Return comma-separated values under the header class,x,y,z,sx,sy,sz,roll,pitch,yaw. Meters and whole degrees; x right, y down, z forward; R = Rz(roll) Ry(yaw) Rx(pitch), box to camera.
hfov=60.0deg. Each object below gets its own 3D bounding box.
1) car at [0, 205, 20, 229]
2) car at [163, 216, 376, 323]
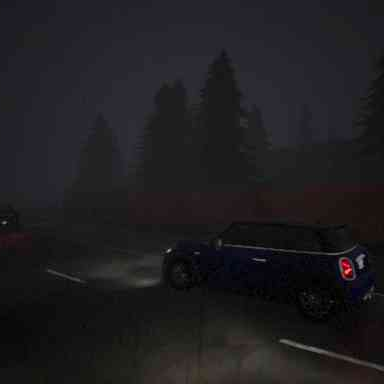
class,x,y,z,sx,sy,sz,roll,pitch,yaw
car,-12.365,1.556,21.103,2.128,1.511,4.902,0,0,-40
car,1.478,1.371,7.498,4.553,1.767,2.097,0,0,38
